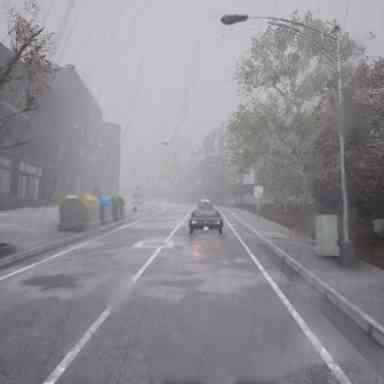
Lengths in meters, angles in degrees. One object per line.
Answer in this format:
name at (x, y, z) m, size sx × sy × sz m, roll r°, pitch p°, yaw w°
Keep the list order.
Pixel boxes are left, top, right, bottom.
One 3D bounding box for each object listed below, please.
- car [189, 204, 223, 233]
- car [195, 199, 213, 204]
car at (0.835, 1.650, 19.920) m, size 1.895 × 1.301 × 4.718 m, roll 0°, pitch 0°, yaw 2°
car at (1.545, 1.623, 41.655) m, size 1.837 × 1.490 × 4.892 m, roll 1°, pitch 0°, yaw -1°
